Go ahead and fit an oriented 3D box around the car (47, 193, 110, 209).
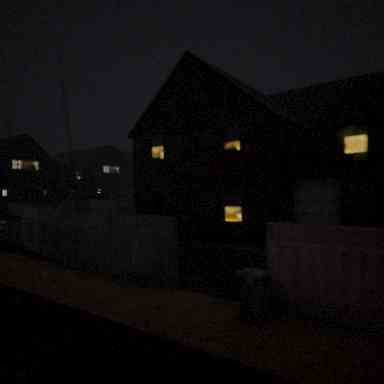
[{"bbox_3d":[-9.257,1.155,27.366,2.150,2.045,5.566,-2,-1,36],"label":"car"}]
